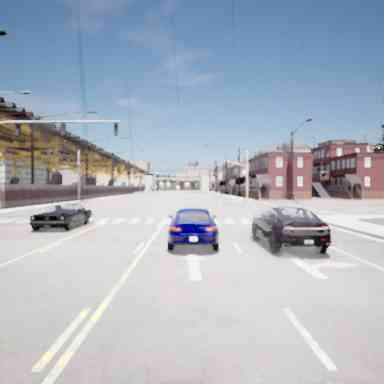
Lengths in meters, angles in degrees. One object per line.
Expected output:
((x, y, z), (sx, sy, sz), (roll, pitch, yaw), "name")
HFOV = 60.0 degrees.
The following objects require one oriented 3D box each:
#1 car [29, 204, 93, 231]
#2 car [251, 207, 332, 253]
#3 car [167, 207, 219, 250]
((-7.105, 1.342, 18.464), (1.895, 1.301, 4.718), (0, 1, 0), "car")
((3.539, 1.301, 12.634), (2.128, 1.511, 4.902), (0, 1, -1), "car")
((0.034, 1.327, 13.108), (1.812, 1.442, 4.674), (0, 1, 0), "car")
